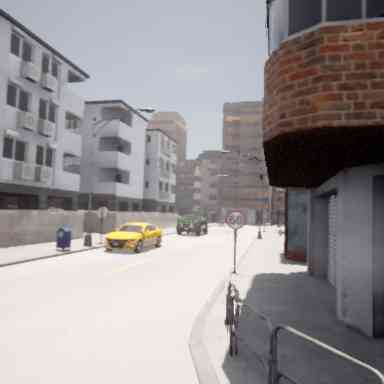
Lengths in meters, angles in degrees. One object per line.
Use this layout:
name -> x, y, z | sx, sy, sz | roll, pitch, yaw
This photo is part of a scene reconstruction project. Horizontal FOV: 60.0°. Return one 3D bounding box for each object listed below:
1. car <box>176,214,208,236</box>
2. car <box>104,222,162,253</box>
car -> 0.119, 3.178, 32.765 | 2.150, 2.045, 5.566 | 1, -4, 14
car -> -3.228, 2.510, 19.124 | 1.882, 1.535, 5.008 | 1, -3, 14
